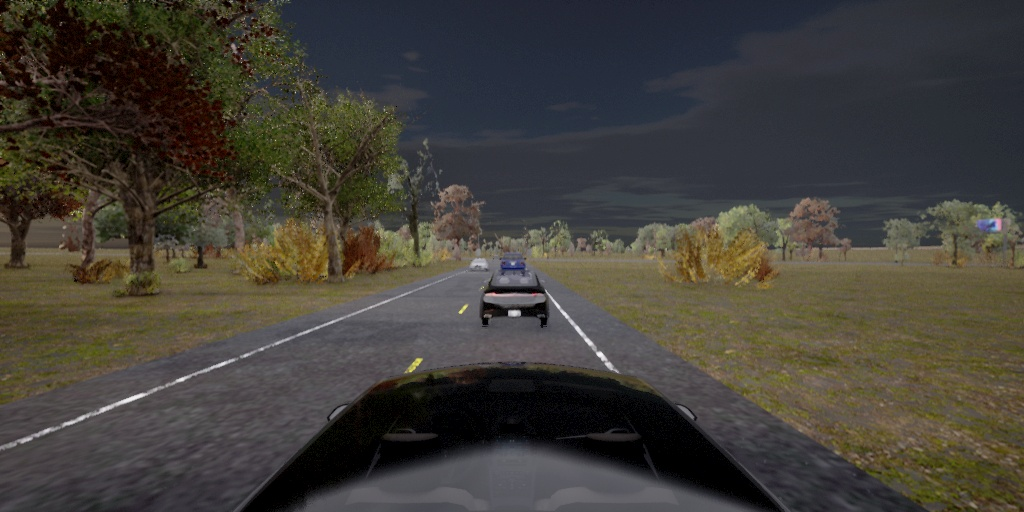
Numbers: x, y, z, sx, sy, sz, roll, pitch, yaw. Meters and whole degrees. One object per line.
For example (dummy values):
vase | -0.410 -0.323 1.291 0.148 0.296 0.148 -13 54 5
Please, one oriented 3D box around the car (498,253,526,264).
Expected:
car | 0.088 0.739 32.744 2.150 2.045 5.566 0 0 0

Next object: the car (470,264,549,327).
car | 0.072 1.172 11.265 2.128 1.511 4.902 0 1 0

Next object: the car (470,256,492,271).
car | -3.602 0.987 39.954 1.812 1.442 4.674 0 0 0
